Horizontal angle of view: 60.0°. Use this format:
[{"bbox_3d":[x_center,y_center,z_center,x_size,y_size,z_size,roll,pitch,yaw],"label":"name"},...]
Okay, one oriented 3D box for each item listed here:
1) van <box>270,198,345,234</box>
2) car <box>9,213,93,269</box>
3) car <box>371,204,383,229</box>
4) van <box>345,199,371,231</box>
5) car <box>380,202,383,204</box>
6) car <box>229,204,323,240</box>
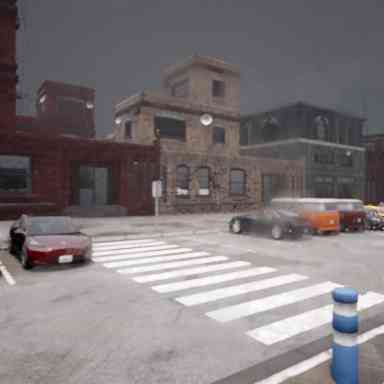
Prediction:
[{"bbox_3d":[6.259,1.388,19.627,1.878,1.987,4.442,1,0,-35],"label":"van"},{"bbox_3d":[-4.985,1.506,11.455,2.163,1.488,4.792,1,0,-35],"label":"car"},{"bbox_3d":[10.854,1.707,22.752,2.002,1.452,4.674,1,0,-35],"label":"car"},{"bbox_3d":[8.524,1.415,21.237,1.878,1.987,4.442,1,0,-35],"label":"van"},{"bbox_3d":[13.228,1.689,24.210,1.946,1.575,5.366,1,0,-35],"label":"car"},{"bbox_3d":[4.063,1.588,17.915,2.231,1.521,4.892,1,0,-35],"label":"car"}]
